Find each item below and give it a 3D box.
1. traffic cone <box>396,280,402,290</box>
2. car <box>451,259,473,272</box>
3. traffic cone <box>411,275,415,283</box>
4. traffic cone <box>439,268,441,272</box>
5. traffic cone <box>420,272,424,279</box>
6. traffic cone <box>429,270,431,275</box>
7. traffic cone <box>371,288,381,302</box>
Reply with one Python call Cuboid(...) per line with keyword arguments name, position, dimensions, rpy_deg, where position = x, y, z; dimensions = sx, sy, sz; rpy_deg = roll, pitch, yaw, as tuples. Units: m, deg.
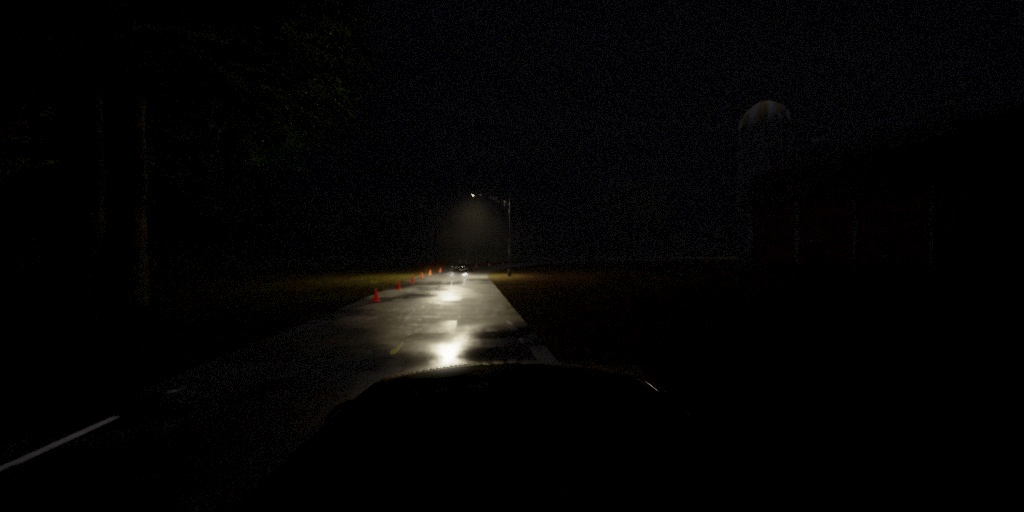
Cuboid(name="traffic cone", position=(-6.489, 1.651, 20.537), dimensions=(0.340, 0.580, 0.340), rpy_deg=(0, 0, -7))
Cuboid(name="car", position=(-5.947, 1.122, 42.841), dimensions=(1.837, 1.490, 4.892), rpy_deg=(0, 0, 5))
Cuboid(name="traffic cone", position=(-7.074, 1.631, 25.503), dimensions=(0.340, 0.580, 0.340), rpy_deg=(0, 0, -7))
Cuboid(name="traffic cone", position=(-8.174, 1.573, 40.821), dimensions=(0.340, 0.580, 0.340), rpy_deg=(0, 0, 2))
Cuboid(name="traffic cone", position=(-7.659, 1.612, 30.469), dimensions=(0.340, 0.580, 0.340), rpy_deg=(0, 0, -7))
Cuboid(name="traffic cone", position=(-8.133, 1.593, 35.609), dimensions=(0.340, 0.580, 0.340), rpy_deg=(0, 0, -3))
Cuboid(name="traffic cone", position=(-5.903, 1.670, 15.572), dimensions=(0.340, 0.580, 0.340), rpy_deg=(0, 0, -7))
